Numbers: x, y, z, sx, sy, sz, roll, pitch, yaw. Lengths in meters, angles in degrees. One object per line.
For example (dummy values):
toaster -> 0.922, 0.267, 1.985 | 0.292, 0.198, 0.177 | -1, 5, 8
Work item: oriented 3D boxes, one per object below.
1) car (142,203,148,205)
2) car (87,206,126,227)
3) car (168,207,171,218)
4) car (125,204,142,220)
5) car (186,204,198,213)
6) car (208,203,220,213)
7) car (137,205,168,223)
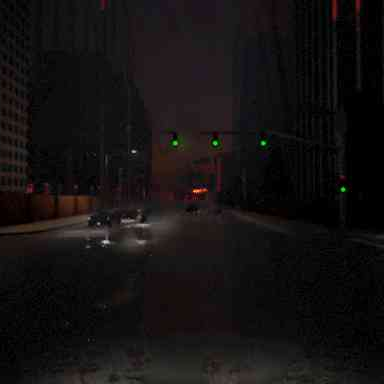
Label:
car -> -7.061, 2.395, 47.395 | 2.128, 1.511, 4.902 | 0, -1, 1
car -> -7.103, 2.135, 27.540 | 1.895, 1.301, 4.718 | 0, -1, 0
car -> -3.590, 2.322, 40.408 | 2.033, 1.411, 5.357 | 0, -1, 0
car -> -7.098, 2.263, 36.336 | 1.994, 1.385, 4.181 | 0, -1, 0
car -> -0.008, 2.556, 52.901 | 2.033, 1.411, 5.357 | 0, -1, 0
car -> 3.492, 2.534, 52.902 | 1.812, 1.442, 4.674 | 0, -1, 0
car -> -3.603, 2.165, 31.170 | 1.994, 1.385, 4.181 | 0, -1, 0
